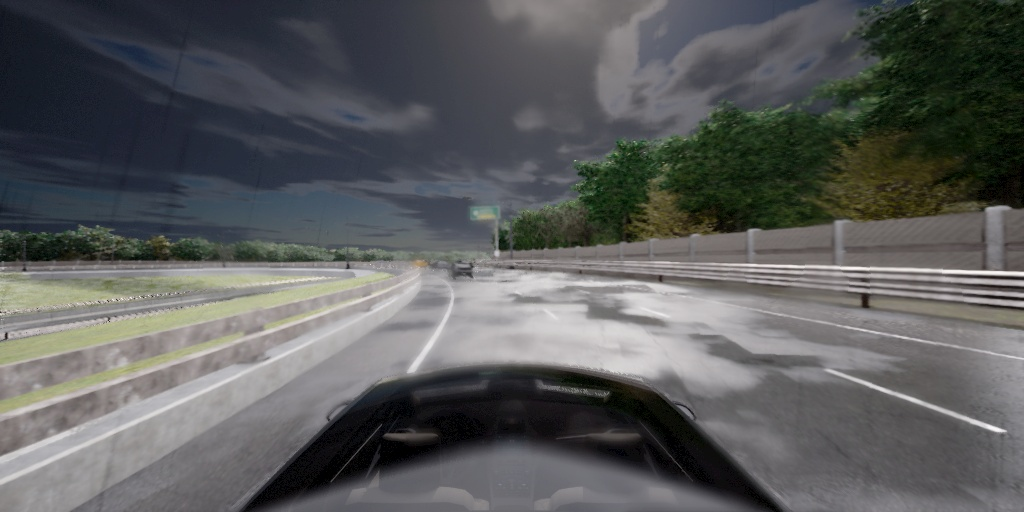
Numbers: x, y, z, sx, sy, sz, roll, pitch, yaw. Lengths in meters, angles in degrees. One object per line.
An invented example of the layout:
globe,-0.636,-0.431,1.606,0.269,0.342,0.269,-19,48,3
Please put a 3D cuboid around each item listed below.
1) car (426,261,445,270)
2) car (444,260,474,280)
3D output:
car,-11.361,1.498,56.450,2.033,1.411,5.357,-1,0,-31
car,-4.760,1.340,32.908,1.837,1.490,4.892,-1,0,-17
